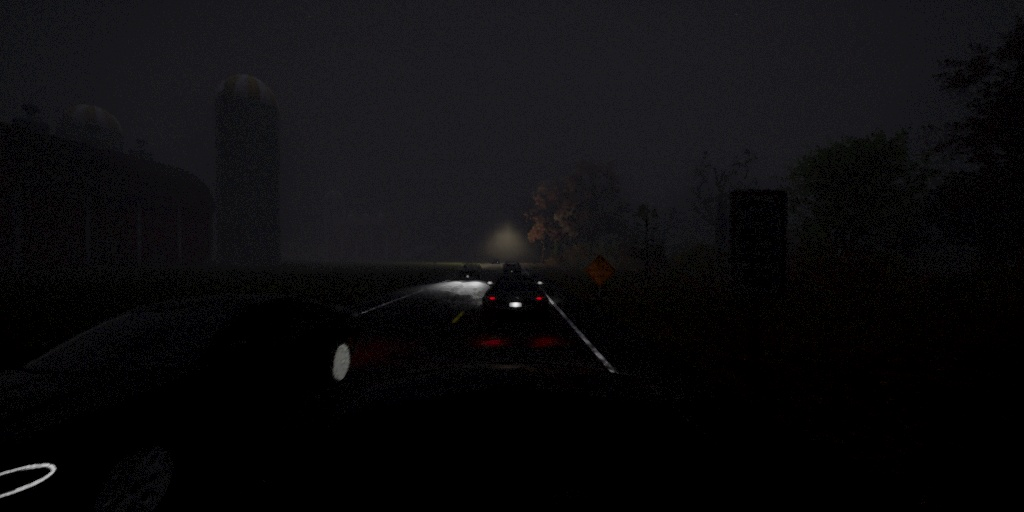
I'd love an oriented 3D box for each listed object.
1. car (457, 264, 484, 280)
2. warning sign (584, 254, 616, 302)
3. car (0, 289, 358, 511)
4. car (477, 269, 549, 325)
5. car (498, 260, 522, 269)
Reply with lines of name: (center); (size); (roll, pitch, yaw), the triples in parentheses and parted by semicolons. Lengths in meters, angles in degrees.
car: (-3.578, 1.348, 31.289); (1.895, 1.301, 4.718); (0, 0, 0)
warning sign: (3.547, 0.865, 14.562); (1.300, 1.860, 1.060); (0, 0, 0)
car: (-3.601, 1.227, 4.177); (1.882, 1.535, 5.008); (0, 0, 0)
car: (0.099, 1.314, 11.896); (1.994, 1.385, 4.181); (0, 0, 0)
car: (0.012, 1.239, 36.035); (2.128, 1.511, 4.902); (0, 0, 0)
